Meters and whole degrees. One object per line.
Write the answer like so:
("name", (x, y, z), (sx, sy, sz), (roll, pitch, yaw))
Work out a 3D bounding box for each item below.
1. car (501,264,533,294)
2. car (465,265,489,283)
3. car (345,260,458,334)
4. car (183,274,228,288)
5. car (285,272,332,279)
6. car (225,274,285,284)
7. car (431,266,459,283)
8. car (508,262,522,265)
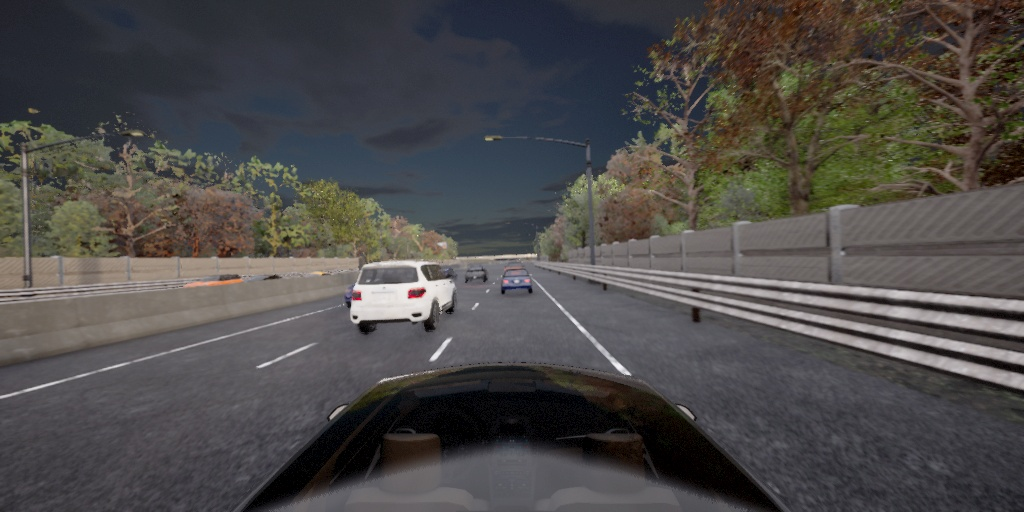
("car", (0.278, 1.443, 21.918), (2.033, 1.411, 5.357), (-2, -1, 1))
("car", (-3.160, 1.623, 33.020), (2.128, 1.511, 4.902), (-2, -1, 0))
("car", (-3.272, 1.184, 11.902), (2.150, 2.045, 5.566), (-2, 0, 0))
("car", (-24.357, 2.324, 29.475), (2.097, 1.767, 4.553), (-2, -1, 0))
("car", (-17.347, 2.181, 31.732), (1.882, 1.535, 5.008), (-2, -1, 0))
("car", (-20.852, 2.337, 29.971), (1.837, 1.490, 4.892), (-2, -1, 0))
("car", (-6.640, 1.827, 36.015), (1.812, 1.442, 4.674), (-2, -1, 0))
("car", (0.328, 1.378, 37.290), (2.097, 1.767, 4.553), (-2, -1, 1))
